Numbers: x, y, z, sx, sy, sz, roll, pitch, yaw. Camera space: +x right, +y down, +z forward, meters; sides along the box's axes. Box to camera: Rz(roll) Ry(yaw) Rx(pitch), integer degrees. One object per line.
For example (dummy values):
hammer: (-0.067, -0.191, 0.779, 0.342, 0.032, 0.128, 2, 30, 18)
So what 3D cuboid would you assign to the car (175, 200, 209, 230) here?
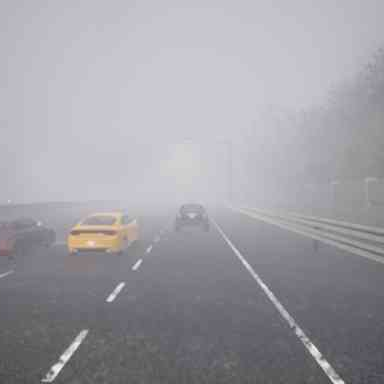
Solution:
car: (0.001, 1.526, 22.403, 2.097, 1.767, 4.553, 0, 0, 0)

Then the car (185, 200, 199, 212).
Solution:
car: (-0.004, 1.908, 47.125, 1.837, 1.490, 4.892, 0, -1, 0)

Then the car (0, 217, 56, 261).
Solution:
car: (-6.898, 1.660, 12.780, 1.994, 1.385, 4.181, 0, 0, 0)

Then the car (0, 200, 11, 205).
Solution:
car: (-24.537, 1.936, 40.291, 1.895, 1.301, 4.718, 0, -1, 1)

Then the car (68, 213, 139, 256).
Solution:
car: (-3.398, 1.580, 13.641, 1.882, 1.535, 5.008, 0, 0, 0)

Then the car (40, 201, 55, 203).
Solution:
car: (-21.047, 1.961, 48.454, 2.033, 1.411, 5.357, 0, -1, 1)

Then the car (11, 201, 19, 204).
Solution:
car: (-28.038, 1.976, 49.978, 2.033, 1.411, 5.357, 0, -1, 1)
